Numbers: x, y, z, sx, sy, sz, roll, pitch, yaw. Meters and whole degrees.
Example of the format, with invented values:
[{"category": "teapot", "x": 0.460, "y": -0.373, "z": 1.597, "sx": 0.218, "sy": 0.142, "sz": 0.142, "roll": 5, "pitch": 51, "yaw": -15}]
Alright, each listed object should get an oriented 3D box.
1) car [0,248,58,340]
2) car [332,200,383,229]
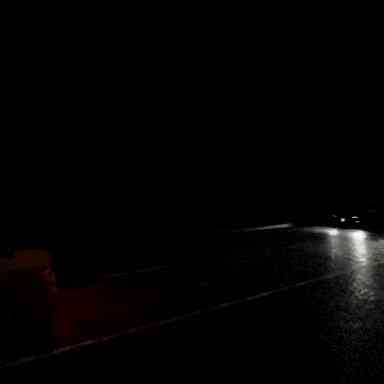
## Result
[{"category": "car", "x": -4.664, "y": 1.489, "z": 4.860, "sx": 5.008, "sy": 1.535, "sz": 1.882, "roll": -1, "pitch": 0, "yaw": -35}, {"category": "car", "x": 10.418, "y": 1.285, "z": 20.028, "sx": 4.892, "sy": 1.490, "sz": 1.837, "roll": -1, "pitch": 0, "yaw": -35}]
